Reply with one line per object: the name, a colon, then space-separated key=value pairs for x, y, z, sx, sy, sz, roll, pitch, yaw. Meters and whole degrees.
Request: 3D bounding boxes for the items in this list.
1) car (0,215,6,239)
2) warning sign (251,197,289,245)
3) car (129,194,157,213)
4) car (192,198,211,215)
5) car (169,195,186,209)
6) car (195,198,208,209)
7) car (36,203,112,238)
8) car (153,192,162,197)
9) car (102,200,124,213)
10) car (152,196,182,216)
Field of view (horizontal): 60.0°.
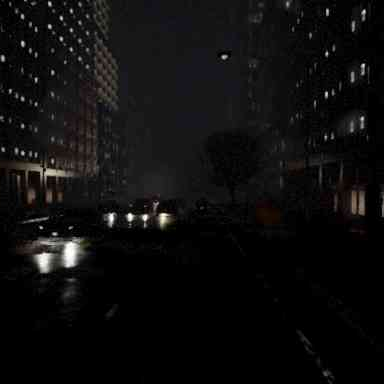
car: x=-9.535 y=1.427 z=13.238 sx=1.882 sy=1.535 sz=5.008 roll=0 pitch=0 yaw=2
warning sign: x=3.200 y=1.158 z=13.748 sx=1.300 sy=1.860 sz=1.060 roll=1 pitch=1 yaw=2
car: x=-5.541 y=1.428 z=36.700 sx=2.097 sy=1.767 sz=4.553 roll=0 pitch=0 yaw=2
car: x=1.012 y=1.605 z=34.988 sx=2.033 sy=1.411 sz=5.357 roll=0 pitch=0 yaw=2
car: x=-1.955 y=1.532 z=47.129 sx=1.882 sy=1.535 sz=5.008 roll=0 pitch=0 yaw=2
car: x=1.378 y=1.606 z=48.358 sx=1.812 sy=1.442 sz=4.674 roll=0 pitch=0 yaw=2
car: x=-6.161 y=1.528 z=17.735 sx=2.033 sy=1.411 sz=5.357 roll=0 pitch=0 yaw=2
car: x=-7.778 y=1.104 z=73.611 sx=2.150 sy=2.045 sz=5.566 roll=0 pitch=0 yaw=2
car: x=-8.810 y=1.554 z=36.248 sx=1.994 sy=1.385 sz=4.181 roll=0 pitch=0 yaw=2
car: x=-2.346 y=1.508 z=32.732 sx=1.882 sy=1.535 sz=5.008 roll=0 pitch=0 yaw=2
